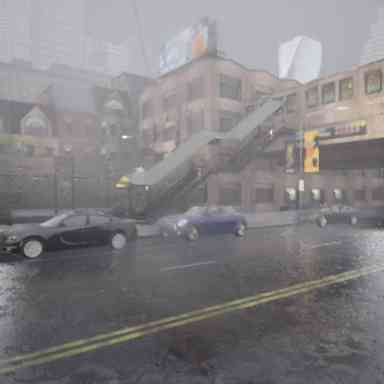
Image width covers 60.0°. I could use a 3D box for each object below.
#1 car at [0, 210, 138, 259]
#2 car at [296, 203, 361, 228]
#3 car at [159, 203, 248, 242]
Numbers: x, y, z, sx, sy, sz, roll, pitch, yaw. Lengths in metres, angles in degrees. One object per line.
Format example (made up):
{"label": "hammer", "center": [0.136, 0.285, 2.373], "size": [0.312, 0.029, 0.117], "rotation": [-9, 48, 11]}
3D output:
{"label": "car", "center": [-4.526, 1.491, 12.801], "size": [5.008, 1.535, 2.097], "rotation": [0, 0, -36]}
{"label": "car", "center": [9.418, 1.545, 22.872], "size": [4.892, 1.521, 2.231], "rotation": [0, 0, -26]}
{"label": "car", "center": [0.625, 1.385, 16.645], "size": [4.553, 1.767, 2.185], "rotation": [0, 0, -36]}
